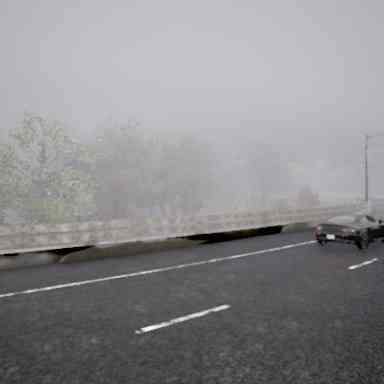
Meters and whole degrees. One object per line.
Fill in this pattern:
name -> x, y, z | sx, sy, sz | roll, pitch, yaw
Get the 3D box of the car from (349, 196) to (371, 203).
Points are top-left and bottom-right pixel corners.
car -> 39.599, 1.753, 78.514 | 2.128, 1.511, 4.902 | 0, 0, 5

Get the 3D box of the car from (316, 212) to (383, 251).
car -> 7.116, 1.595, 14.587 | 4.674, 1.442, 1.812 | 0, 0, -43

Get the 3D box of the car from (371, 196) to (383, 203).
car -> 43.072, 1.748, 78.081 | 1.812, 1.442, 4.674 | 0, 0, 5
